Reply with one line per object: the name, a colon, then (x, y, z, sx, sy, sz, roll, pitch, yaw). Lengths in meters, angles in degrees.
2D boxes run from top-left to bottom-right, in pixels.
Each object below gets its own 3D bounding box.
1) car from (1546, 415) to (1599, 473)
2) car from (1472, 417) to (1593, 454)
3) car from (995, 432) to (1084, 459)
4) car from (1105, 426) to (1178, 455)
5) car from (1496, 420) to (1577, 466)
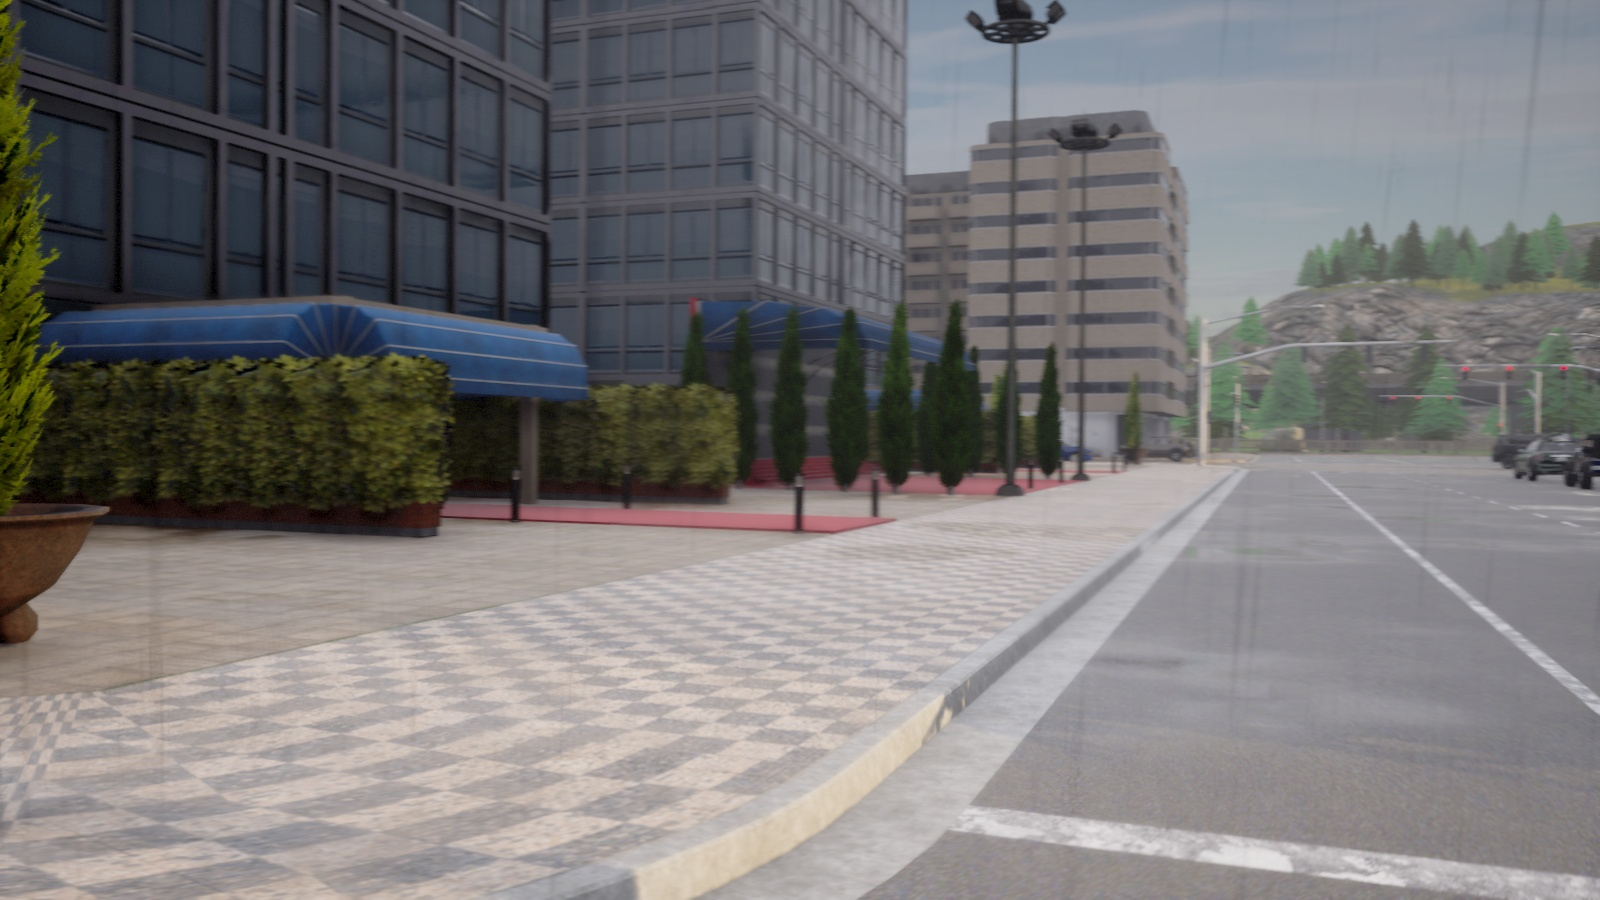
car: (27.015, -0.224, 42.930, 1.905, 1.878, 3.866, 0, 1, 20)
car: (41.848, -0.812, 71.888, 2.150, 2.045, 5.566, -1, 1, -35)
car: (14.395, -0.258, 75.598, 5.008, 1.535, 1.882, 0, 1, 21)
car: (22.734, -0.614, 83.735, 4.605, 1.855, 1.932, -1, 1, 15)
car: (30.179, -0.298, 51.577, 2.097, 1.767, 4.553, 0, 1, 20)
